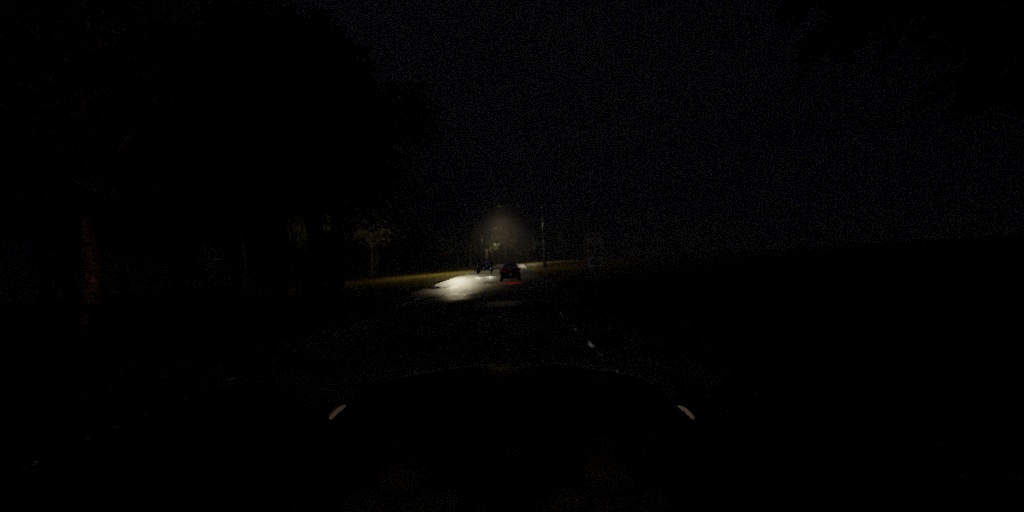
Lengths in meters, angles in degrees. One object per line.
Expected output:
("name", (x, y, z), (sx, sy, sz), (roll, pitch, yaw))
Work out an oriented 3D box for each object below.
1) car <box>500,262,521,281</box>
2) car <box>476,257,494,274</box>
("car", (-0.152, 1.521, 34.491), (1.882, 1.535, 5.008), (-3, 0, 0))
("car", (-3.747, 1.210, 49.673), (2.150, 2.045, 5.566), (-3, 0, 0))
